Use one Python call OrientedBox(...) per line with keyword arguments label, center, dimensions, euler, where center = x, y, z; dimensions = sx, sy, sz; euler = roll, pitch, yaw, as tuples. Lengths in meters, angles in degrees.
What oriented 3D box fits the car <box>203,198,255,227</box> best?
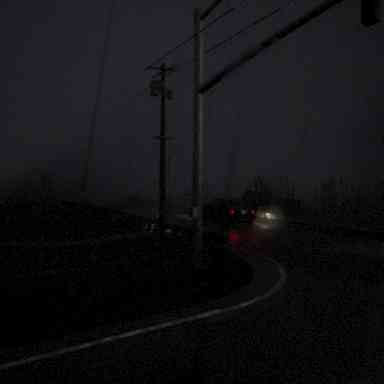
OrientedBox(label="car", center=(2.153, 1.182, 22.330), dimensions=(2.097, 1.767, 4.553), euler=(1, 3, -29))
